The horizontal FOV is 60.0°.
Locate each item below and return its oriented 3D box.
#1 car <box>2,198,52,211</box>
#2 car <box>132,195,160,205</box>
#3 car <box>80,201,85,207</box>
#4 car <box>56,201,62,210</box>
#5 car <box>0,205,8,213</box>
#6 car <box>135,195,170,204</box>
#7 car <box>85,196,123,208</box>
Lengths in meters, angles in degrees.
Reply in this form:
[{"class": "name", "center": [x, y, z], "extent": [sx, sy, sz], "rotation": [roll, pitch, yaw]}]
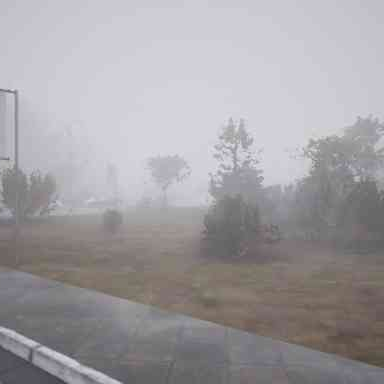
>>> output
[{"class": "car", "center": [-20.776, 1.542, 42.137], "extent": [2.033, 1.411, 5.357], "rotation": [0, 0, 39]}, {"class": "car", "center": [-7.967, 1.313, 58.185], "extent": [1.837, 1.490, 4.892], "rotation": [0, 1, 39]}, {"class": "car", "center": [-14.483, 1.465, 50.041], "extent": [1.812, 1.442, 4.674], "rotation": [0, 0, 39]}, {"class": "car", "center": [-17.998, 1.521, 40.005], "extent": [1.812, 1.442, 4.674], "rotation": [0, 0, 39]}, {"class": "car", "center": [-20.273, 1.352, 31.212], "extent": [2.097, 1.767, 4.553], "rotation": [0, 0, 39]}, {"class": "car", "center": [-5.989, 1.492, 49.147], "extent": [1.895, 1.301, 4.718], "rotation": [0, 1, 38]}, {"class": "car", "center": [-12.158, 1.423, 47.332], "extent": [1.882, 1.535, 5.008], "rotation": [0, 1, 39]}]
